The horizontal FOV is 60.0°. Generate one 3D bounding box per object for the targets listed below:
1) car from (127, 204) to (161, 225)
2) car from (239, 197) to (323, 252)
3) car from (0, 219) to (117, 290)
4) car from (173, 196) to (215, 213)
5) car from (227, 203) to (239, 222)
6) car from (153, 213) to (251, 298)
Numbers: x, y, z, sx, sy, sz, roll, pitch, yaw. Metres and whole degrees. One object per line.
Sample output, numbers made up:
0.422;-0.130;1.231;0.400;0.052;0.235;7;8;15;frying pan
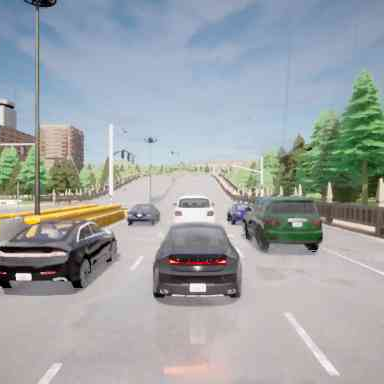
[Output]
-3.385;1.547;23.975;2.033;1.411;5.357;0;0;0;car
3.610;1.220;14.074;2.150;2.045;5.566;0;0;0;car
-3.389;1.491;9.098;2.128;1.511;4.902;0;0;0;car
0.115;1.221;18.808;2.150;2.045;5.566;0;0;0;car
3.616;1.525;23.905;1.812;1.442;4.674;0;0;0;car
0.109;1.505;8.512;1.837;1.490;4.892;0;0;0;car
